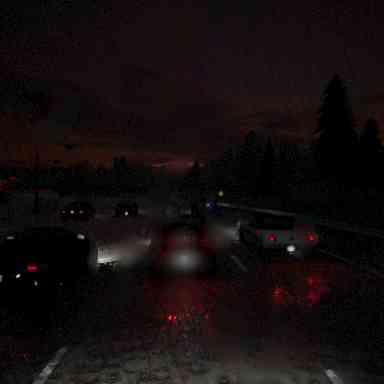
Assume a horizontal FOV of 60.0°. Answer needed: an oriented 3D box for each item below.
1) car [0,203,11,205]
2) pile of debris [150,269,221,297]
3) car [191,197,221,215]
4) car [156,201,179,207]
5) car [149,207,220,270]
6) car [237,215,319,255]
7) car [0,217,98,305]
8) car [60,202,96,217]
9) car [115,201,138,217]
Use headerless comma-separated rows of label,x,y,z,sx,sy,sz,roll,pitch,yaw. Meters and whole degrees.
car,-21.123,1.379,35.750,1.837,1.490,4.892,0,0,-10
pile of debris,-0.181,2.139,7.946,1.500,0.140,1.860,0,0,-2
car,1.171,1.211,30.427,2.097,1.767,4.553,0,0,-8
car,-2.214,1.470,29.615,1.895,1.301,4.718,0,0,-8
car,-0.327,1.455,10.904,1.837,1.490,4.892,0,0,-3
car,3.069,1.536,12.990,1.895,1.301,4.718,0,0,-4
car,-3.682,1.533,8.061,1.994,1.385,4.181,0,0,-2
car,-8.734,1.445,25.847,2.033,1.411,5.357,0,0,-8
car,-5.812,1.474,30.018,1.895,1.301,4.718,0,0,-9
